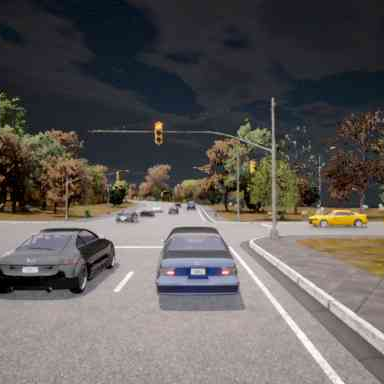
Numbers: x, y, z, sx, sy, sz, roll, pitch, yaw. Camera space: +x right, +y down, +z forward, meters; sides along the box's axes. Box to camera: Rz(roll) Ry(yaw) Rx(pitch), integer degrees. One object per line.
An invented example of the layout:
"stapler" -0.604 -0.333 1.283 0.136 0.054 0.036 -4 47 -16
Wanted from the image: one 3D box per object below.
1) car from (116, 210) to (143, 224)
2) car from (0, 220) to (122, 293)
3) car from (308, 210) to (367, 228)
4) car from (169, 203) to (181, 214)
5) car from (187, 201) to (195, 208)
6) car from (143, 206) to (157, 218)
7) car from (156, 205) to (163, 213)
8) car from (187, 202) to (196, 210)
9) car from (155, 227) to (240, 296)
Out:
"car" -7.194 2.728 37.080 2.128 1.511 4.902 0 -3 0
"car" -3.444 1.666 9.100 1.994 1.385 4.181 0 -1 0
"car" 12.965 2.369 29.720 5.008 1.535 1.882 0 -3 -2
"car" -3.569 3.521 66.267 1.812 1.442 4.674 0 0 0
"car" -0.321 3.248 88.051 1.882 1.535 5.008 0 0 -4
"car" -7.228 3.439 53.652 1.895 1.301 4.718 0 -1 0
"car" -7.177 3.520 69.157 1.812 1.442 4.674 0 0 0
"car" -0.200 3.314 77.872 2.097 1.767 4.553 0 0 0
"car" 0.069 1.647 8.991 2.033 1.411 5.357 0 -1 -1
